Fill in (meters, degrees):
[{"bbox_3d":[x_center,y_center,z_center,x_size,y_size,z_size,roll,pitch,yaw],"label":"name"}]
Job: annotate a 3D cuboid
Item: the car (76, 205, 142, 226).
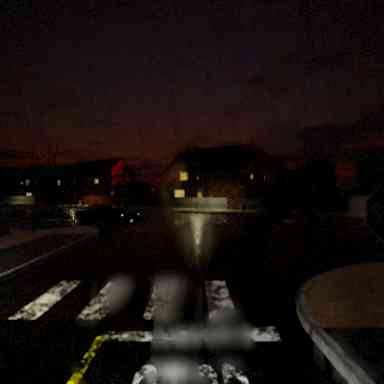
[{"bbox_3d":[-5.632,1.514,22.366,4.718,1.301,1.895,0,0,35],"label":"car"}]
